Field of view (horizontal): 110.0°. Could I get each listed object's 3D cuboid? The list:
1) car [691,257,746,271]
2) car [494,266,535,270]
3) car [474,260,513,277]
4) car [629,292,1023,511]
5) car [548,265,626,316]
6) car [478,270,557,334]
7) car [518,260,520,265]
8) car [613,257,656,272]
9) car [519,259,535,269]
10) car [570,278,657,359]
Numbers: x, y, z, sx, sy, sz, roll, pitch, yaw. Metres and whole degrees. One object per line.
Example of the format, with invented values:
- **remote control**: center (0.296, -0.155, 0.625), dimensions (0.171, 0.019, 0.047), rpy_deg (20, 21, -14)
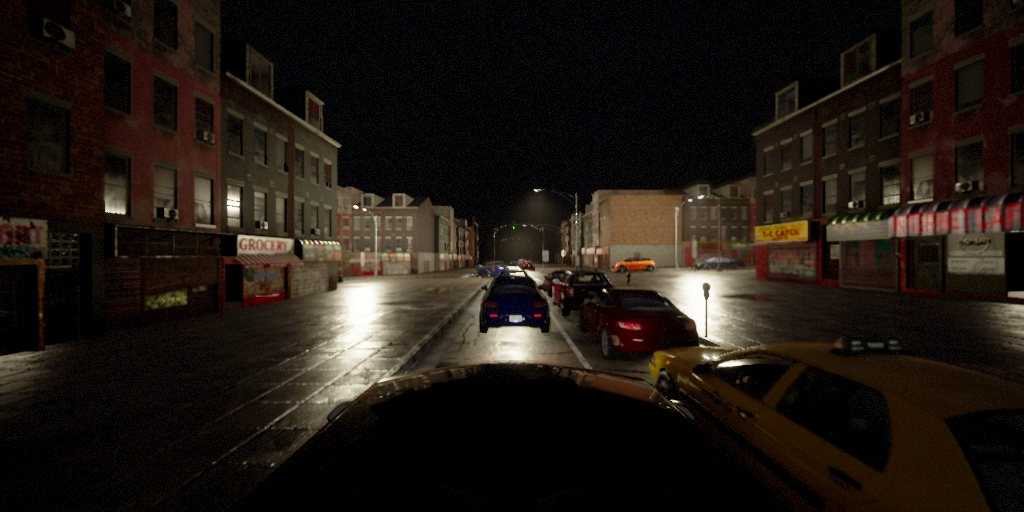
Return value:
- **car**: center (22.813, 0.859, 39.666), dimensions (5.357, 1.411, 2.033), rpy_deg (-1, 0, 0)
- **car**: center (0.090, 1.447, 20.061), dimensions (1.895, 1.301, 4.718), rpy_deg (0, 0, 0)
- **car**: center (-2.231, 1.339, 37.307), dimensions (2.097, 1.767, 4.553), rpy_deg (-2, 0, -31)
- **car**: center (2.637, 1.280, 2.885), dimensions (1.751, 1.417, 4.829), rpy_deg (0, 0, 0)
- **car**: center (2.628, 1.249, 13.648), dimensions (1.967, 1.591, 4.097), rpy_deg (0, 0, 0)
- **car**: center (0.050, 1.319, 10.687), dimensions (1.812, 1.442, 4.674), rpy_deg (0, 0, -1)
- **car**: center (2.589, 1.486, 61.856), dimensions (2.192, 1.841, 5.009), rpy_deg (0, 0, 0)
- **car**: center (13.326, 0.910, 39.638), dimensions (4.553, 1.767, 2.097), rpy_deg (-1, 0, 0)
- **car**: center (2.593, 1.562, 56.454), dimensions (1.967, 1.591, 4.097), rpy_deg (0, 0, 0)
- **car**: center (2.632, 1.363, 8.182), dimensions (1.802, 1.307, 4.207), rpy_deg (0, 0, 0)
